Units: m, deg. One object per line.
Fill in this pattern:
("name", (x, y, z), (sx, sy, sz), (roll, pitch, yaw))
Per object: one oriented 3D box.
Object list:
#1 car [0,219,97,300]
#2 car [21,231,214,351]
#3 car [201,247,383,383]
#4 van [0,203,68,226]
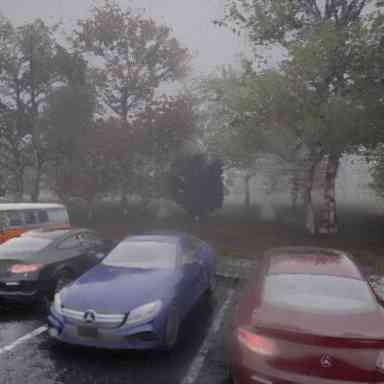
("car", (-3.151, 1.579, 8.272), (2.002, 1.452, 4.674), (0, -1, 15))
("car", (-0.740, 1.558, 6.565), (2.002, 1.452, 4.674), (0, 0, 15))
("car", (1.680, 1.537, 4.881), (2.002, 1.452, 4.674), (0, -1, 15))
("van", (-5.618, 1.333, 9.853), (1.878, 1.987, 4.442), (0, -1, 14))
